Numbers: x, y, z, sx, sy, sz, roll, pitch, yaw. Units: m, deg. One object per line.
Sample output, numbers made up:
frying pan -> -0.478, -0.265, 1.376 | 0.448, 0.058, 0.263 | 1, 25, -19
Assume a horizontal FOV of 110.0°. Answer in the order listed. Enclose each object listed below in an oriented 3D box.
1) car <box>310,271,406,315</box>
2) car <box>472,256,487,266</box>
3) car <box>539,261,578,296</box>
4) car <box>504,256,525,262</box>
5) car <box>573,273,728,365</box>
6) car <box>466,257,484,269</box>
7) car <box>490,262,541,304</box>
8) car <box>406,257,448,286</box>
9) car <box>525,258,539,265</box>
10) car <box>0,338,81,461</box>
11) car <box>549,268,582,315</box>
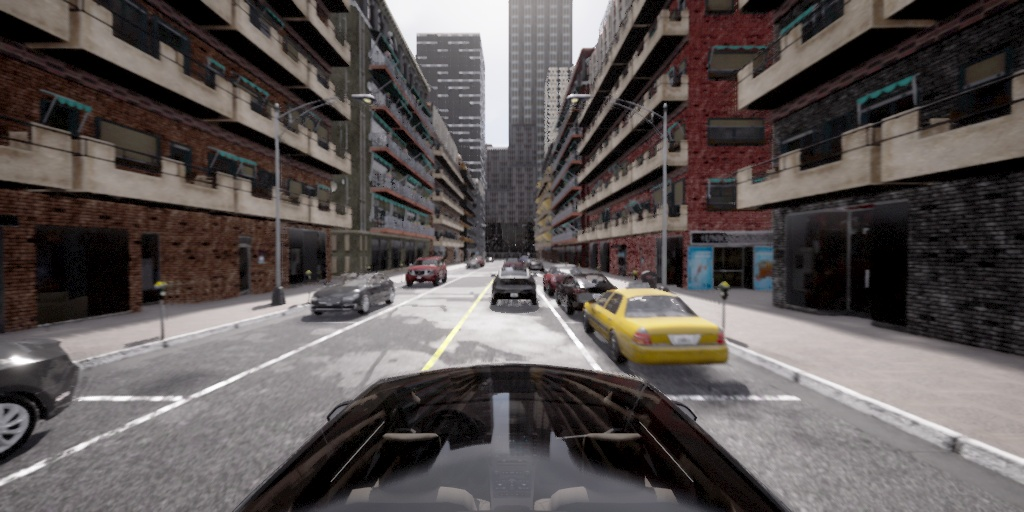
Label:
car -> -5.693, 1.268, 13.349 | 2.007, 1.370, 4.403 | 0, 0, 0
car -> -5.701, 0.909, 58.166 | 2.192, 1.841, 5.009 | 0, 0, 0
car -> 2.686, 1.140, 18.924 | 1.967, 1.591, 4.097 | 0, 0, 0
car -> 0.094, 0.994, 40.130 | 2.097, 1.767, 4.553 | 0, 0, 0
car -> 2.688, 1.258, 7.890 | 1.751, 1.417, 4.829 | 0, 0, 0
car -> -5.700, 1.160, 52.563 | 2.007, 1.370, 4.403 | 0, 0, 0
car -> 0.093, 1.215, 15.990 | 1.837, 1.490, 4.892 | 0, 0, 0
car -> -5.695, 1.001, 24.553 | 2.192, 1.841, 5.009 | 0, 0, 0
car -> 2.682, 1.204, 41.332 | 1.948, 1.339, 4.313 | 0, 0, 0
car -> -5.691, 1.301, 2.145 | 2.007, 1.370, 4.403 | 0, 0, 0
car -> 2.687, 1.282, 13.322 | 1.948, 1.339, 4.313 | 0, 0, 0
